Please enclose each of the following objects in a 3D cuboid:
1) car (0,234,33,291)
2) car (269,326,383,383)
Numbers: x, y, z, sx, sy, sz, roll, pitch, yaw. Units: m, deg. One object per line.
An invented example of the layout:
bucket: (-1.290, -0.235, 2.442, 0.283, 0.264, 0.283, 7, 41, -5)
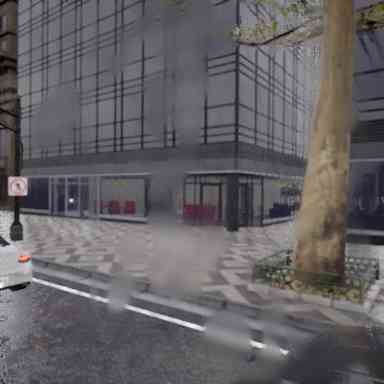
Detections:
car: (-5.457, 1.492, 7.578, 4.674, 1.442, 1.812, 0, 0, 35)
car: (2.809, 1.509, 1.709, 4.892, 1.490, 1.837, 0, 0, 34)
